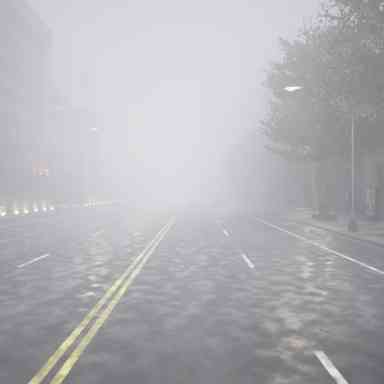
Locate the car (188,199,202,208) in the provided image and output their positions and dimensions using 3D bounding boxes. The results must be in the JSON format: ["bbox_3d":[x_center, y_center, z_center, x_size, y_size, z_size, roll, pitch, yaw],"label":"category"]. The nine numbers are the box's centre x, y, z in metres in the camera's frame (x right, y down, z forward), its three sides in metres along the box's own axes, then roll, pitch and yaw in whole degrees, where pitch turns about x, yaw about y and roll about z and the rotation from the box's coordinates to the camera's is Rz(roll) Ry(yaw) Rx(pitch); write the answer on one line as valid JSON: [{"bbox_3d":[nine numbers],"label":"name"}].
[{"bbox_3d":[0.409,1.608,48.229,1.895,1.301,4.718,0,0,0],"label":"car"}]

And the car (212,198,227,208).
[{"bbox_3d":[3.901,1.571,47.297,1.994,1.385,4.181,0,0,0],"label":"car"}]
